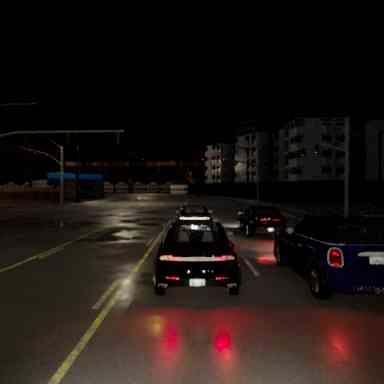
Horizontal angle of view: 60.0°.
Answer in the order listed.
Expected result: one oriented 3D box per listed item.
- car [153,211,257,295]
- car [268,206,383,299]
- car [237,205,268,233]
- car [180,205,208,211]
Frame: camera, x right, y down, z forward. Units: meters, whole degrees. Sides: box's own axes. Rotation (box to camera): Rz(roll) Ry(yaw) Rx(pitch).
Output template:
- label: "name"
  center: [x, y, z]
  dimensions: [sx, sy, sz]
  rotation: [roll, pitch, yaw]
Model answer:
- label: "car"
  center: [0.107, 1.485, 8.687]
  dimensions: [2.128, 1.511, 4.902]
  rotation: [0, 0, 0]
- label: "car"
  center: [3.609, 1.346, 8.593]
  dimensions: [2.097, 1.767, 4.553]
  rotation: [0, 0, 0]
- label: "car"
  center: [3.618, 1.464, 17.715]
  dimensions: [1.837, 1.490, 4.892]
  rotation: [0, 0, 0]
- label: "car"
  center: [0.119, 1.445, 18.099]
  dimensions: [2.128, 1.511, 4.902]
  rotation: [0, 0, 0]
